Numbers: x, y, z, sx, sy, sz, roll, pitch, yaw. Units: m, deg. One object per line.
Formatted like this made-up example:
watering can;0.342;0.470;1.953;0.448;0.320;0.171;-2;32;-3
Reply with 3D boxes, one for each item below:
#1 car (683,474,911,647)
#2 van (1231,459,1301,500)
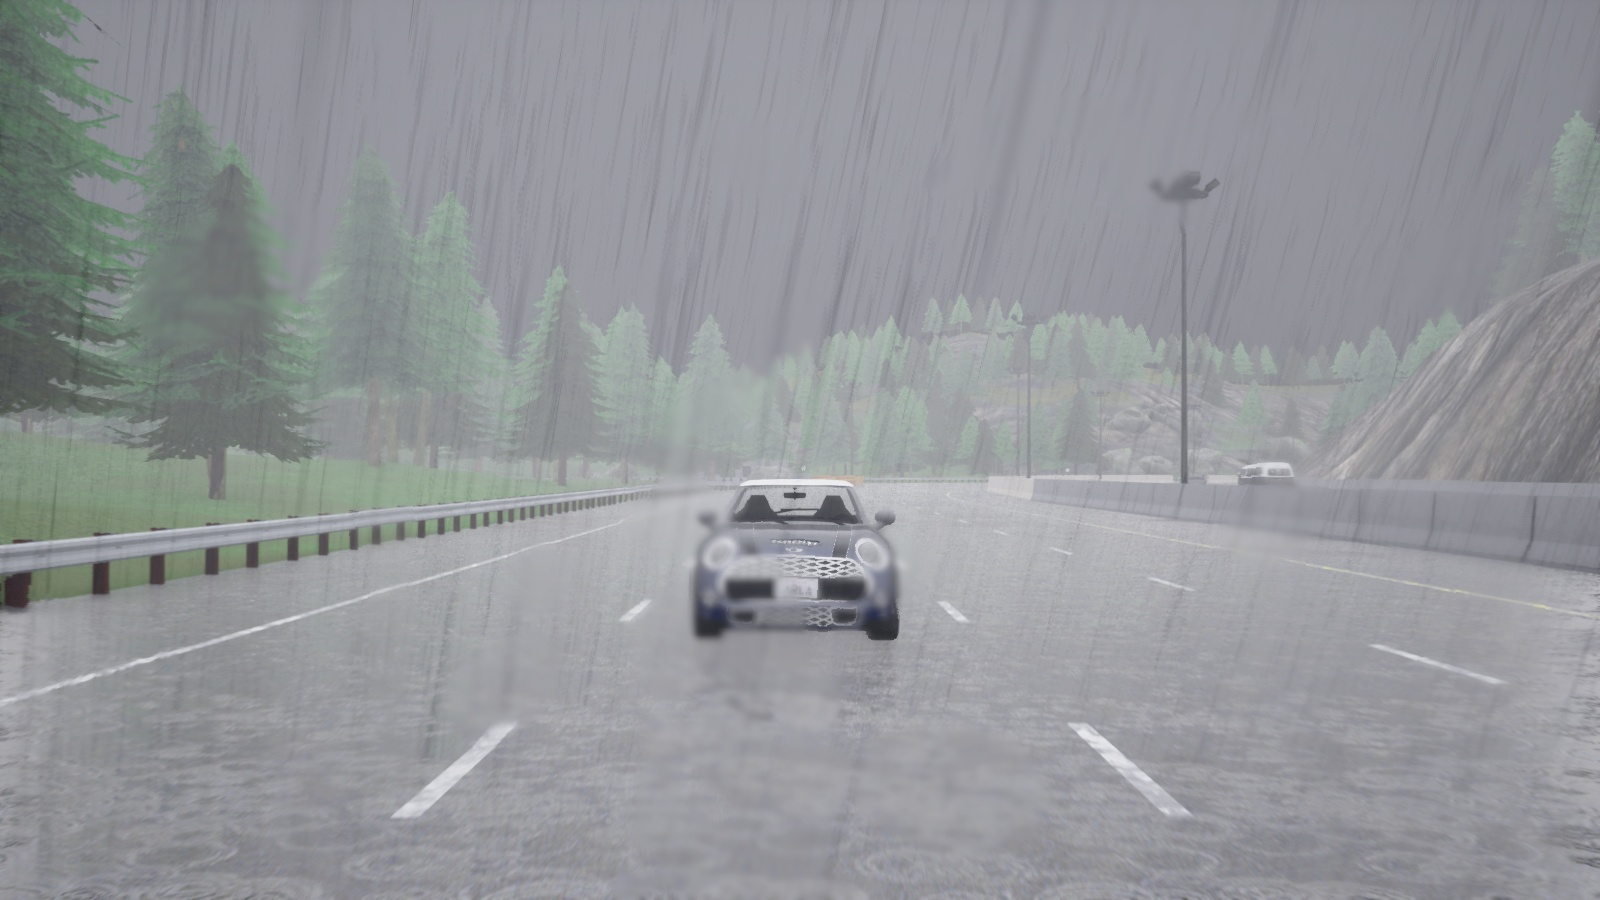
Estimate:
car;-0.029;0.994;12.769;1.970;1.475;3.806;0;-1;0
van;24.414;1.544;65.934;2.069;2.038;4.480;-1;-1;1
